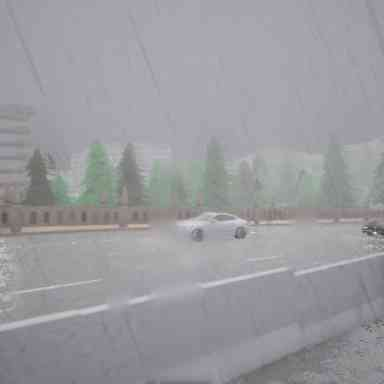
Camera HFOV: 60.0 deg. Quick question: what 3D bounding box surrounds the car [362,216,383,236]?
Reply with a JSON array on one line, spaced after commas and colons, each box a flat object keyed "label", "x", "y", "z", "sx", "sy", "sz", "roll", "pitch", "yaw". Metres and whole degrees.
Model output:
[{"label": "car", "x": 13.568, "y": 2.266, "z": 22.234, "sx": 5.357, "sy": 1.411, "sz": 2.033, "roll": 3, "pitch": -2, "yaw": -35}]

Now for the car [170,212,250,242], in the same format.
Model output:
[{"label": "car", "x": 1.044, "y": 1.773, "z": 17.621, "sx": 4.674, "sy": 1.442, "sz": 1.812, "roll": 3, "pitch": -2, "yaw": -35}]
